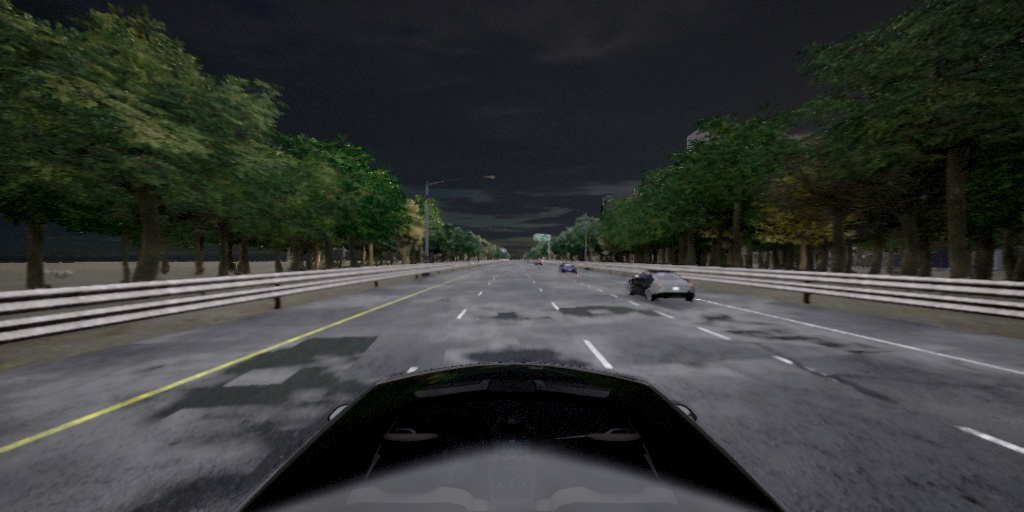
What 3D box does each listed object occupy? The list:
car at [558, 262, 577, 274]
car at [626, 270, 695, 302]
[{"bbox_3d":[7.098,1.530,46.206,1.812,1.442,4.674,0,0,0],"label":"car"},{"bbox_3d":[7.010,1.366,17.343,1.994,1.385,4.181,0,0,0],"label":"car"}]
